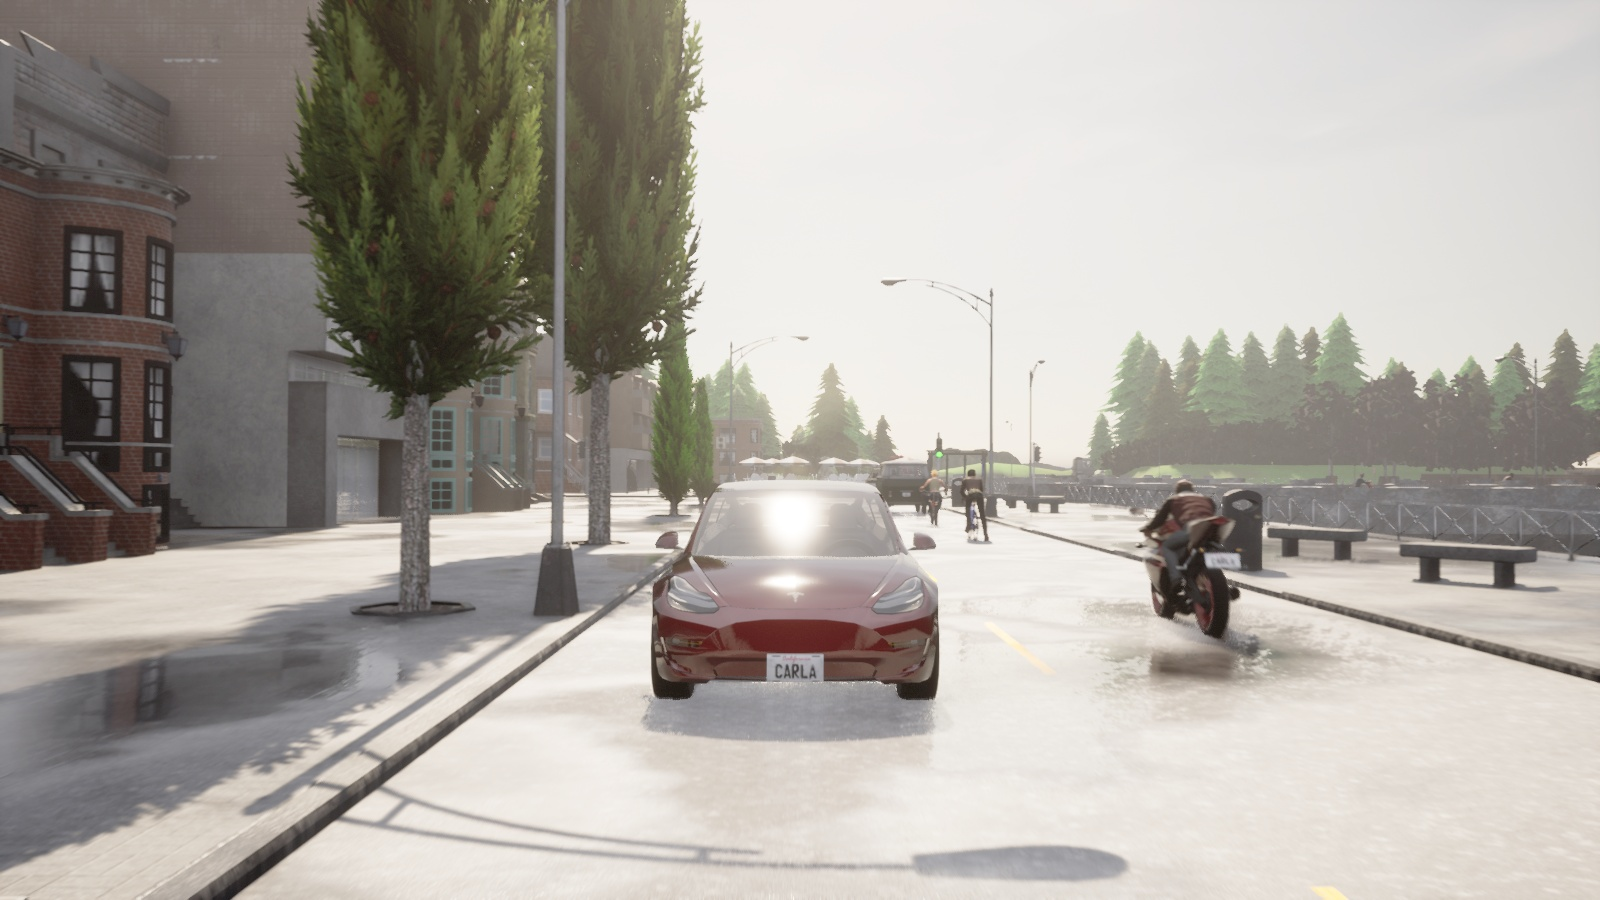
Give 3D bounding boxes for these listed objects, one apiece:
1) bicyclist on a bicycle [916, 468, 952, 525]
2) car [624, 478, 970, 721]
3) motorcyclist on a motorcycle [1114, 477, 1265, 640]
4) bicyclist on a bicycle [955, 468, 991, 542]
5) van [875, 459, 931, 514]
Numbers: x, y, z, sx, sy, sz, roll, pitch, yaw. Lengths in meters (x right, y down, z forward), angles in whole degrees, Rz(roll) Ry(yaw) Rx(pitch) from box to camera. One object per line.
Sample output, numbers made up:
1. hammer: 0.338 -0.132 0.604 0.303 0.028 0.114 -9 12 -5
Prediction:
1. bicyclist on a bicycle: 3.908 1.351 36.728 0.866 1.612 1.509 0 -1 0
2. car: -0.027 0.986 10.266 2.163 1.488 4.792 0 -1 0
3. motorcyclist on a motorcycle: 3.965 1.052 13.006 0.866 1.530 2.191 0 -1 0
4. bicyclist on a bicycle: 3.924 1.230 28.619 0.582 1.620 1.656 0 -1 0
5. van: 3.874 1.354 47.891 1.775 1.987 4.442 0 -1 0
